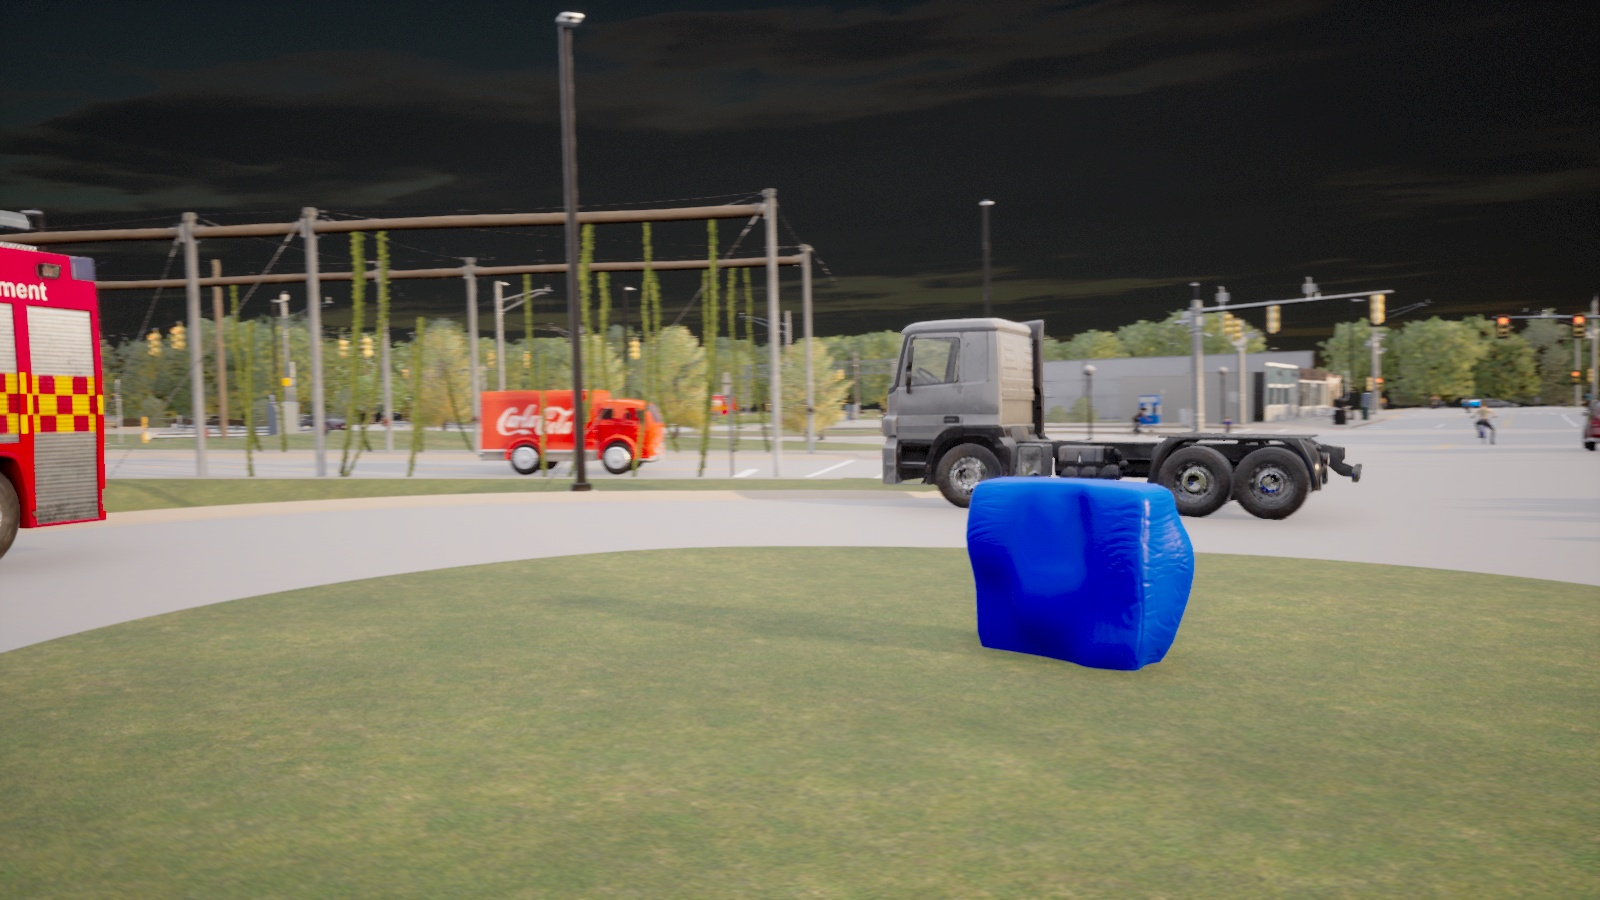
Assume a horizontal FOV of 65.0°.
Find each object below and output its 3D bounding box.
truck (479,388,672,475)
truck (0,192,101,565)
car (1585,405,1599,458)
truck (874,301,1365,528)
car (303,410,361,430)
[{"bbox_3d":[-6.626,-0.603,37.566,5.204,2.467,2.627,0,3,4],"label":"truck"},{"bbox_3d":[-10.370,-0.642,10.364,2.891,3.827,8.468,0,2,15],"label":"truck"},{"bbox_3d":[24.818,-0.588,37.876,1.789,1.549,3.705,0,2,30],"label":"car"},{"bbox_3d":[5.551,-0.653,22.149,7.936,3.462,2.891,1,2,25],"label":"truck"},{"bbox_3d":[-34.378,-2.212,92.150,4.193,1.474,1.816,1,2,33],"label":"car"}]
